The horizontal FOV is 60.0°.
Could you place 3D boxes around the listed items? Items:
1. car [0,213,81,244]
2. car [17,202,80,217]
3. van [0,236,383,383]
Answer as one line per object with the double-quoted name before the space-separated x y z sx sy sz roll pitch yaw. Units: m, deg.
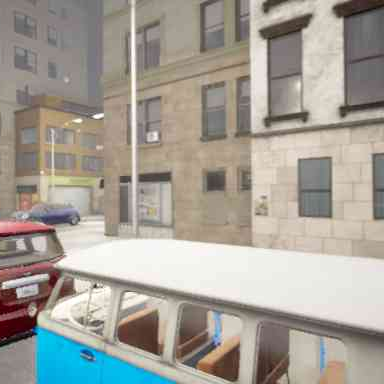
"car" -4.074 1.394 5.680 5.009 1.841 2.192 -1 0 35
"car" -10.089 1.547 22.955 2.097 1.767 4.553 -1 0 35
"van" 0.431 1.353 2.504 3.998 1.788 1.690 -1 0 35
